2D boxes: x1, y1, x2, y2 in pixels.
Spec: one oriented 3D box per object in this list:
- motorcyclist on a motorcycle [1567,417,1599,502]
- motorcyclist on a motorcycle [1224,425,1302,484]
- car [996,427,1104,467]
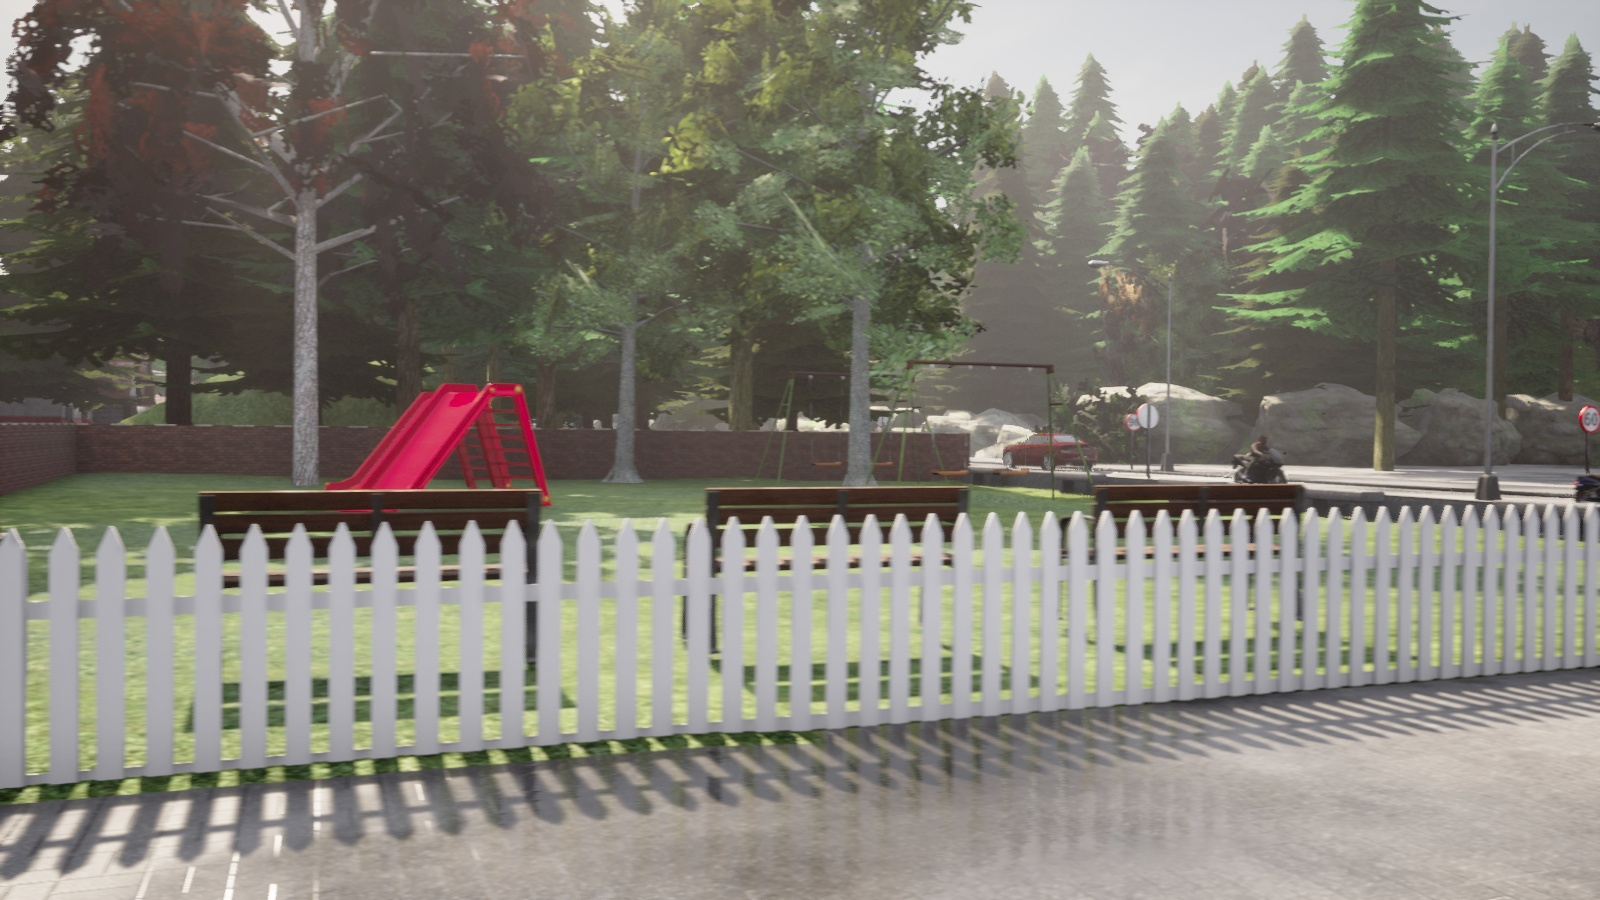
[{"bbox_3d":[16.077,0.181,24.087,0.766,1.649,2.350,-1,1,-21],"label":"motorcyclist on a motorcycle"},{"bbox_3d":[12.406,0.096,33.691,0.797,1.523,2.044,-1,1,-21],"label":"motorcyclist on a motorcycle"},{"bbox_3d":[10.068,-0.165,51.002,1.882,1.535,5.008,-1,1,-21],"label":"car"}]
